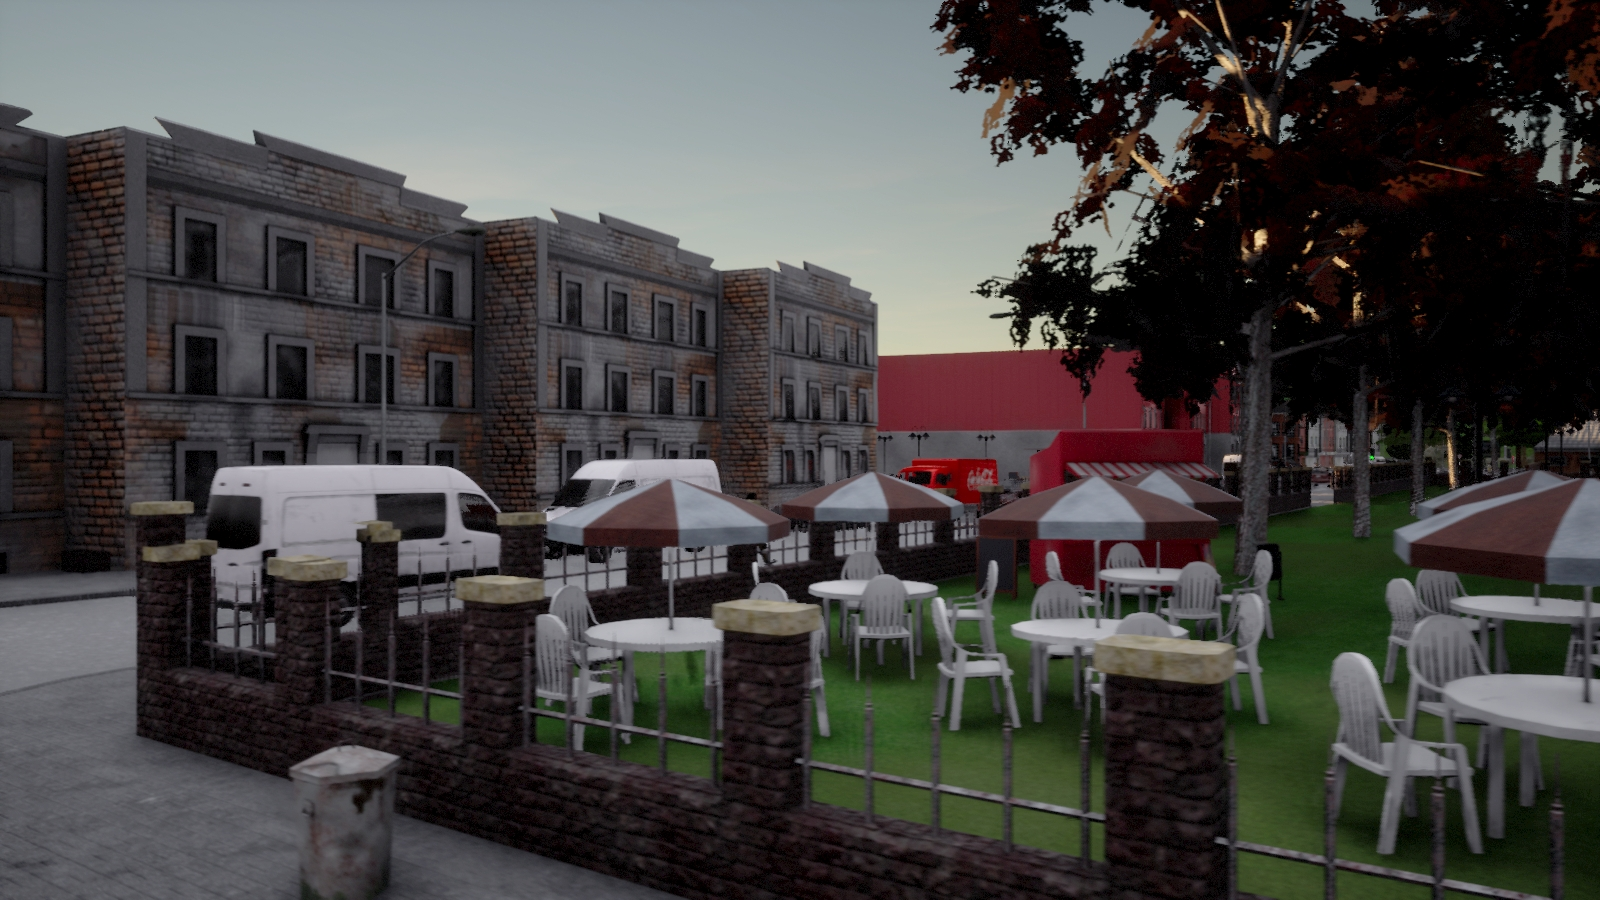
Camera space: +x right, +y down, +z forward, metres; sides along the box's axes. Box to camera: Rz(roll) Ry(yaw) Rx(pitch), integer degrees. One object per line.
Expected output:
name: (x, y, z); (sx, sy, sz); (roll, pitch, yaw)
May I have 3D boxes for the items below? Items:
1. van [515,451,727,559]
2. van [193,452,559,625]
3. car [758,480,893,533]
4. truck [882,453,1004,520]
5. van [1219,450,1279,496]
van: (-4.575, 1.315, 30.286); (1.988, 2.561, 5.915); (0, 0, 35)
van: (-7.094, 1.315, 19.921); (1.988, 2.561, 5.915); (0, 0, 35)
car: (0.946, 1.814, 38.182); (2.097, 1.535, 5.006); (0, 0, 35)
truck: (5.688, 1.348, 44.953); (2.627, 2.467, 5.204); (0, 0, 35)
van: (26.852, 1.315, 68.233); (1.988, 2.561, 5.915); (0, 0, 35)
